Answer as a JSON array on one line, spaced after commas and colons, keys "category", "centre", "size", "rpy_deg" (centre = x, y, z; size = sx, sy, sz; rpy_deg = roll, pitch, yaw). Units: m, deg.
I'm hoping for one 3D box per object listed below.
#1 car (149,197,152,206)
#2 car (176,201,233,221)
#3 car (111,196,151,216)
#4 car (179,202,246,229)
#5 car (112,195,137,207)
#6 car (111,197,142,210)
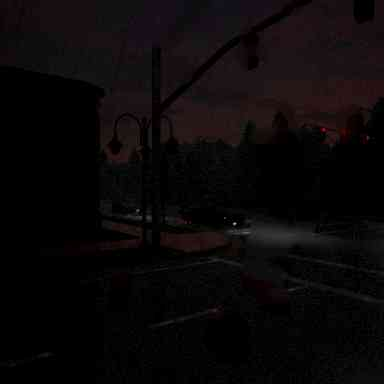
[{"category": "car", "centre": [-7.941, 1.507, 53.780], "size": [1.837, 1.490, 4.892], "rpy_deg": [0, 0, -35]}, {"category": "car", "centre": [0.942, 1.549, 28.535], "size": [2.033, 1.411, 5.357], "rpy_deg": [0, 0, -35]}, {"category": "car", "centre": [-6.439, 1.492, 33.018], "size": [2.128, 1.511, 4.902], "rpy_deg": [0, 0, -35]}, {"category": "car", "centre": [1.320, 1.602, 21.887], "size": [1.895, 1.301, 4.718], "rpy_deg": [0, 0, -35]}, {"category": "car", "centre": [-10.507, 1.354, 51.336], "size": [2.097, 1.767, 4.553], "rpy_deg": [0, 0, -35]}, {"category": "car", "centre": [-8.335, 1.398, 41.955], "size": [1.882, 1.535, 5.008], "rpy_deg": [0, 0, -35]}]
